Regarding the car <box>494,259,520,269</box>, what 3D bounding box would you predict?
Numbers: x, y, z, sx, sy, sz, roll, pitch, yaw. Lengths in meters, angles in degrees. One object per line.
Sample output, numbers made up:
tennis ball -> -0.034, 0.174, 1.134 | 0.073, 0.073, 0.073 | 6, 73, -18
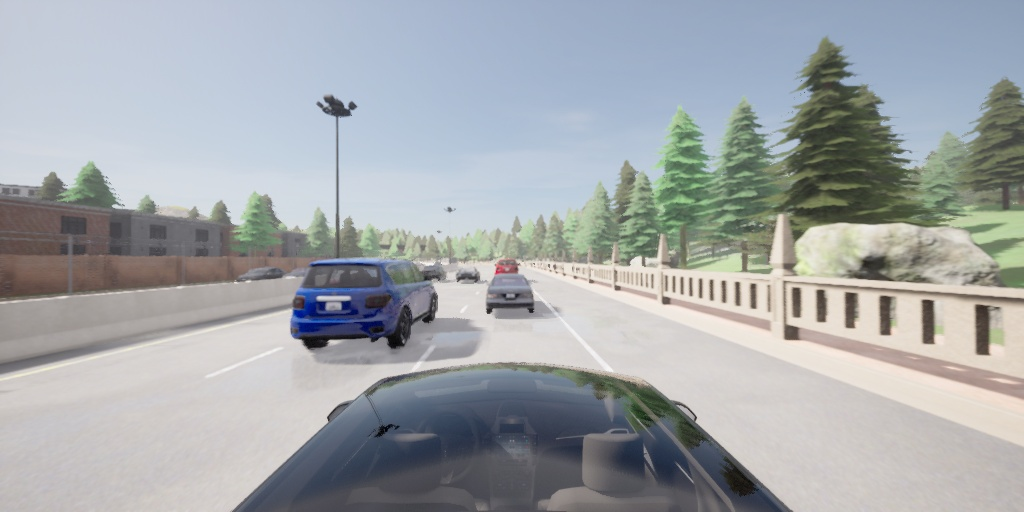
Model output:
car -> -0.460, 1.306, 33.874 | 2.150, 2.045, 5.566 | -1, -1, -1

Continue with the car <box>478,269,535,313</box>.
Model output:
car -> -0.094, 1.432, 14.746 | 2.033, 1.411, 5.357 | -1, -1, -1

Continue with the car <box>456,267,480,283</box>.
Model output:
car -> -3.943, 1.711, 33.105 | 1.895, 1.301, 4.718 | -1, -1, -1

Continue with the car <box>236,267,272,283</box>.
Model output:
car -> -21.607, 1.766, 31.293 | 1.837, 1.490, 4.892 | -1, -1, -1

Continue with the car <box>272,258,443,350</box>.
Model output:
car -> -3.523, 1.089, 9.666 | 2.150, 2.045, 5.566 | -1, 0, -1

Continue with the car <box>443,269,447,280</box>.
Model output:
car -> -7.475, 1.665, 34.703 | 1.837, 1.490, 4.892 | -1, -1, -1
